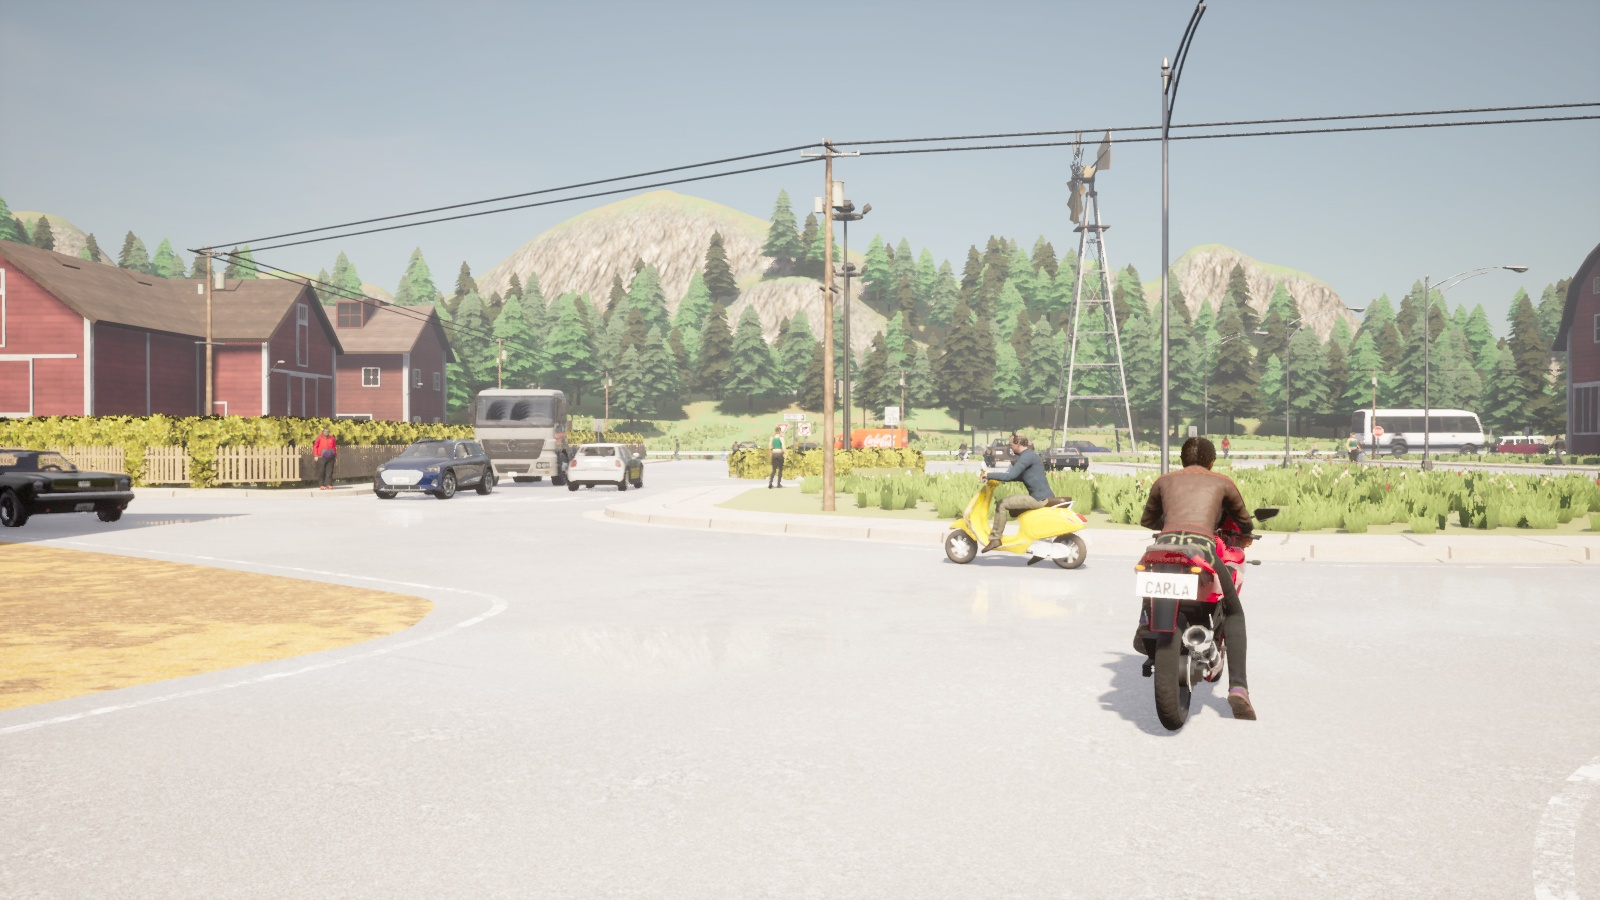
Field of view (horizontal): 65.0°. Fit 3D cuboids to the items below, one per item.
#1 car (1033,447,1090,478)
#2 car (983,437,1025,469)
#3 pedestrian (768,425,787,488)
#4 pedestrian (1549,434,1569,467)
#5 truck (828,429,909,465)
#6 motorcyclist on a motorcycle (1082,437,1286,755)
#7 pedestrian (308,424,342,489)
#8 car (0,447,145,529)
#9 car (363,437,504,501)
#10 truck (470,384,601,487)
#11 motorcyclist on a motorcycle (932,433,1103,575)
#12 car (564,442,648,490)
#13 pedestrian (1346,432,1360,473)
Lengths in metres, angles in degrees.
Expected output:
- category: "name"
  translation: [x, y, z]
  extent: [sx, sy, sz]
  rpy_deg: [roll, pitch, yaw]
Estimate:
- category: "car"
  translation: [11.755, 0.537, 56.652]
  extent: [1.895, 1.301, 4.718]
  rpy_deg: [0, 0, 4]
- category: "car"
  translation: [12.314, 0.144, 76.016]
  extent: [1.932, 1.855, 4.605]
  rpy_deg: [0, 0, 2]
- category: "pedestrian"
  translation: [-0.648, 0.193, 36.867]
  extent: [0.345, 1.836, 0.594]
  rpy_deg: [0, 0, 23]
- category: "pedestrian"
  translation: [43.111, 0.033, 71.351]
  extent: [0.563, 1.883, 0.849]
  rpy_deg: [0, 0, -5]
- category: "truck"
  translation: [4.824, -0.232, 87.910]
  extent: [5.204, 2.467, 2.627]
  rpy_deg: [0, 0, 18]
- category: "motorcyclist on a motorcycle"
  translation: [2.227, 0.687, 7.090]
  extent: [0.797, 1.523, 2.044]
  rpy_deg: [0, 1, 26]
- category: "pedestrian"
  translation: [-13.669, 0.187, 36.142]
  extent: [0.634, 1.844, 0.899]
  rpy_deg: [0, 0, -43]
- category: "car"
  translation: [-14.026, 0.622, 22.542]
  extent: [4.718, 1.301, 1.895]
  rpy_deg: [1, 1, 32]
- category: "car"
  translation: [-10.056, 0.470, 34.895]
  extent: [2.033, 1.649, 4.856]
  rpy_deg: [0, 0, 7]
- category: "truck"
  translation: [-9.491, -0.503, 46.018]
  extent: [2.891, 3.462, 7.936]
  rpy_deg: [0, 0, 2]
- category: "motorcyclist on a motorcycle"
  translation: [2.569, 0.598, 14.846]
  extent: [1.817, 1.590, 0.866]
  rpy_deg: [0, 1, 27]
- category: "car"
  translation: [-6.192, 0.479, 40.450]
  extent: [1.970, 1.475, 3.806]
  rpy_deg: [0, 0, 3]
- category: "pedestrian"
  translation: [25.157, 0.100, 57.123]
  extent: [0.345, 1.836, 0.594]
  rpy_deg: [0, 0, -1]
